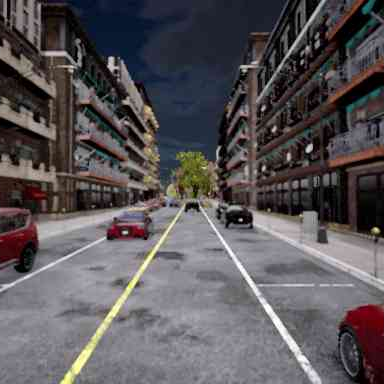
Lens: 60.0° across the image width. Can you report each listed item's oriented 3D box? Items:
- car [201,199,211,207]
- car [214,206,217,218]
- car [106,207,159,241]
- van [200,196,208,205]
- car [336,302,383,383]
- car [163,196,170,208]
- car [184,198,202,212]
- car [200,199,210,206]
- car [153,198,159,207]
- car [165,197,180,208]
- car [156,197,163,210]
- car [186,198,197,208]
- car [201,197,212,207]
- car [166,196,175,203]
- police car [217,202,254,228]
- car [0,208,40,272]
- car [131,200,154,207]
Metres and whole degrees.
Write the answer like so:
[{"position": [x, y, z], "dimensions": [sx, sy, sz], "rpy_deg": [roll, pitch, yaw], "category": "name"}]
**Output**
[{"position": [2.712, 2.045, 64.894], "dimensions": [1.887, 1.381, 4.507], "rpy_deg": [1, 0, 0], "category": "car"}, {"position": [3.149, 1.740, 30.858], "dimensions": [1.837, 1.490, 4.892], "rpy_deg": [0, 0, 0], "category": "car"}, {"position": [-3.097, 1.697, 17.418], "dimensions": [1.994, 1.385, 4.181], "rpy_deg": [0, 0, 0], "category": "car"}, {"position": [2.699, 1.932, 76.219], "dimensions": [1.690, 1.788, 3.998], "rpy_deg": [1, 0, 0], "category": "van"}, {"position": [2.702, 1.603, 2.616], "dimensions": [1.802, 1.307, 4.206], "rpy_deg": [1, 0, 0], "category": "car"}, {"position": [-5.669, 1.771, 59.275], "dimensions": [2.192, 1.841, 5.009], "rpy_deg": [1, 0, 0], "category": "car"}, {"position": [0.048, 1.842, 44.042], "dimensions": [1.837, 1.490, 4.892], "rpy_deg": [0, -1, 1], "category": "car"}, {"position": [2.717, 2.111, 70.556], "dimensions": [1.947, 1.339, 4.313], "rpy_deg": [1, 0, 0], "category": "car"}, {"position": [-5.674, 1.868, 42.287], "dimensions": [1.887, 1.381, 4.507], "rpy_deg": [1, 0, 0], "category": "car"}, {"position": [-3.040, 1.997, 58.435], "dimensions": [2.033, 1.411, 5.357], "rpy_deg": [0, 0, 1], "category": "car"}, {"position": [-5.672, 1.807, 47.951], "dimensions": [1.967, 1.590, 4.097], "rpy_deg": [1, 0, 0], "category": "car"}, {"position": [0.017, 1.932, 58.938], "dimensions": [1.882, 1.535, 5.008], "rpy_deg": [0, -1, 1], "category": "car"}, {"position": [2.709, 1.983, 59.404], "dimensions": [1.752, 1.417, 4.829], "rpy_deg": [1, 0, 0], "category": "car"}, {"position": [-5.666, 1.997, 87.581], "dimensions": [2.192, 1.841, 5.009], "rpy_deg": [1, 0, 0], "category": "car"}, {"position": [3.137, 1.607, 23.968], "dimensions": [1.930, 1.638, 5.238], "rpy_deg": [0, 0, 0], "category": "police car"}, {"position": [-5.673, 1.379, 8.321], "dimensions": [2.192, 1.841, 5.009], "rpy_deg": [1, 0, 0], "category": "car"}, {"position": [-5.675, 1.803, 36.457], "dimensions": [1.752, 1.417, 4.829], "rpy_deg": [1, 0, 0], "category": "car"}]
